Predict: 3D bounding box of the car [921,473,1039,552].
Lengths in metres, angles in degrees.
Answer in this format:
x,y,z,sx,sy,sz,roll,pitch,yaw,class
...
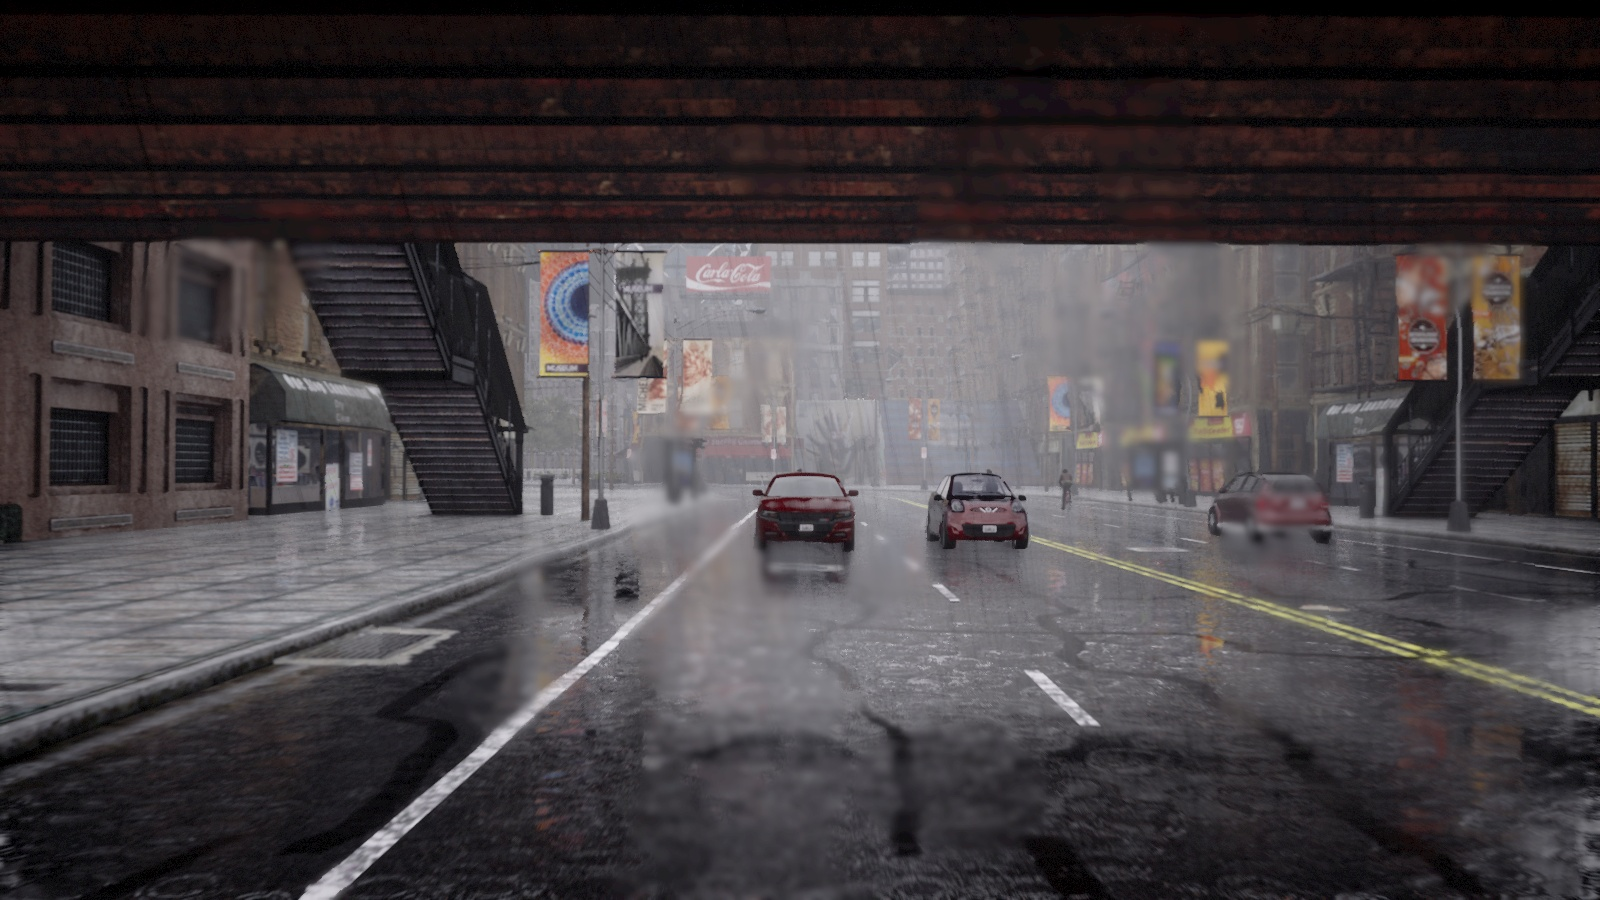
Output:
x,y,z,sx,sy,sz,roll,pitch,yaw,class
3.605,1.218,25.730,1.845,1.501,3.633,0,-1,-1,car

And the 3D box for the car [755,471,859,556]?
x,y,z,sx,sy,sz,roll,pitch,yaw,class
0.116,1.190,25.382,1.882,1.535,5.008,0,-1,0,car

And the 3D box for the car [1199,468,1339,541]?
x,y,z,sx,sy,sz,roll,pitch,yaw,class
10.617,1.201,28.699,1.789,1.549,3.705,0,-1,0,car
